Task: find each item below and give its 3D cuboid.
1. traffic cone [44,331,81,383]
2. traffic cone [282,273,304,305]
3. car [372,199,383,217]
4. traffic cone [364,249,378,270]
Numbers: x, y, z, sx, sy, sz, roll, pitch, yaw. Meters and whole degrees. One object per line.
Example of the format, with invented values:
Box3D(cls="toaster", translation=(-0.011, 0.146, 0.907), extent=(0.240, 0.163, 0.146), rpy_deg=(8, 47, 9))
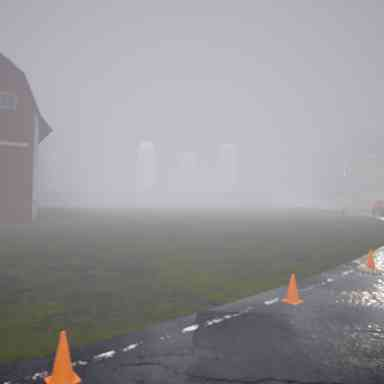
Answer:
Box3D(cls="traffic cone", translation=(-1.552, 1.977, 4.004), extent=(0.340, 0.580, 0.340), rpy_deg=(1, -1, -38))
Box3D(cls="traffic cone", translation=(2.151, 2.034, 7.086), extent=(0.340, 0.580, 0.340), rpy_deg=(1, -1, -42))
Box3D(cls="car", translation=(22.943, 1.857, 39.196), extent=(2.150, 2.045, 5.566), rpy_deg=(1, -1, 14))
Box3D(cls="traffic cone", translation=(5.617, 2.092, 10.431), extent=(0.340, 0.580, 0.340), rpy_deg=(0, -1, 44))
